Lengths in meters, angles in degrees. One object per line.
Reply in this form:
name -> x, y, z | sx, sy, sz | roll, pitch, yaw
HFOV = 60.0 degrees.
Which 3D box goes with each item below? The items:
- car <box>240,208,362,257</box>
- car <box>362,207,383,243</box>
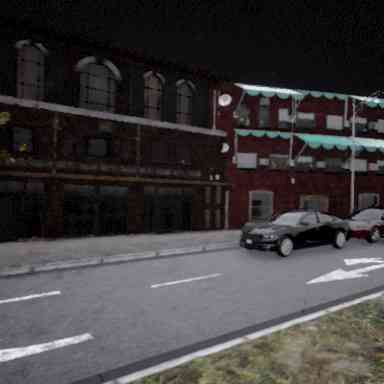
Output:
car -> 4.119, 1.459, 13.022 | 5.008, 1.535, 2.097 | 0, 0, -32
car -> 8.761, 1.471, 15.958 | 4.792, 1.488, 2.163 | 0, 0, -31
